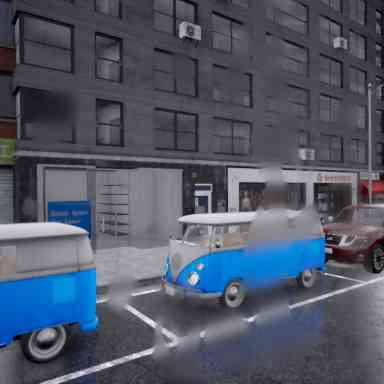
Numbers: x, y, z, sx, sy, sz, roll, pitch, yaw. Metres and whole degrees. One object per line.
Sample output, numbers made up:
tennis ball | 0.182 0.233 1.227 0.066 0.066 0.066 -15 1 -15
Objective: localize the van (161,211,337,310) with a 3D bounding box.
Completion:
van | 1.292 1.340 7.484 3.998 1.788 1.690 0 -1 -36

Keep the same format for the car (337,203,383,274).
car | 5.830 1.311 10.740 5.009 1.841 2.192 0 -1 -36

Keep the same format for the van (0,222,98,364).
van | -3.247 1.341 4.228 3.998 1.788 1.690 0 -1 -36
